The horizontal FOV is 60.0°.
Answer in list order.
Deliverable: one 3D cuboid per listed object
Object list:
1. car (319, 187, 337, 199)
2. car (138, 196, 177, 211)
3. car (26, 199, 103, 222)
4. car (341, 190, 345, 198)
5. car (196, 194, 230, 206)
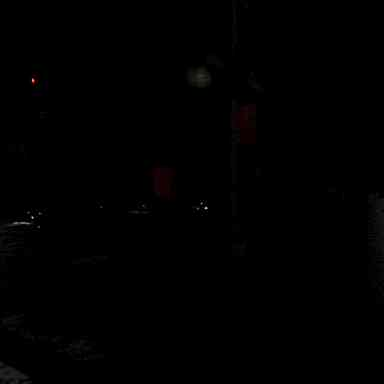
[{"bbox_3d":[24.948,0.107,61.049,2.150,2.045,5.566,0,1,35],"label":"car"},{"bbox_3d":[-3.286,1.090,32.221,1.994,1.385,4.181,0,1,35],"label":"car"},{"bbox_3d":[-8.988,1.249,24.050,2.033,1.411,5.357,0,1,35],"label":"car"},{"bbox_3d":[28.200,0.379,60.022,1.837,1.490,4.892,0,1,34],"label":"car"},{"bbox_3d":[2.656,0.896,40.739,2.033,1.411,5.357,0,1,36],"label":"car"}]
